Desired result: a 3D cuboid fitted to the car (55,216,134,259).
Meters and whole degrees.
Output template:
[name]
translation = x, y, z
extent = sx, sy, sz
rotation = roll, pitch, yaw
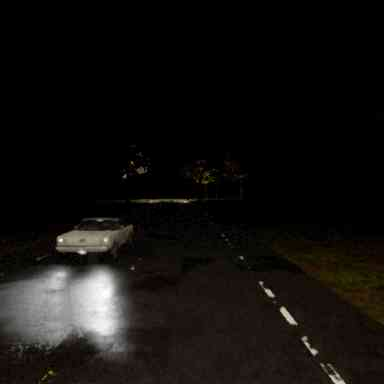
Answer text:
[car]
translation = -3.553, 1.652, 12.945
extent = 1.895, 1.301, 4.718
rotation = 0, 0, -1
